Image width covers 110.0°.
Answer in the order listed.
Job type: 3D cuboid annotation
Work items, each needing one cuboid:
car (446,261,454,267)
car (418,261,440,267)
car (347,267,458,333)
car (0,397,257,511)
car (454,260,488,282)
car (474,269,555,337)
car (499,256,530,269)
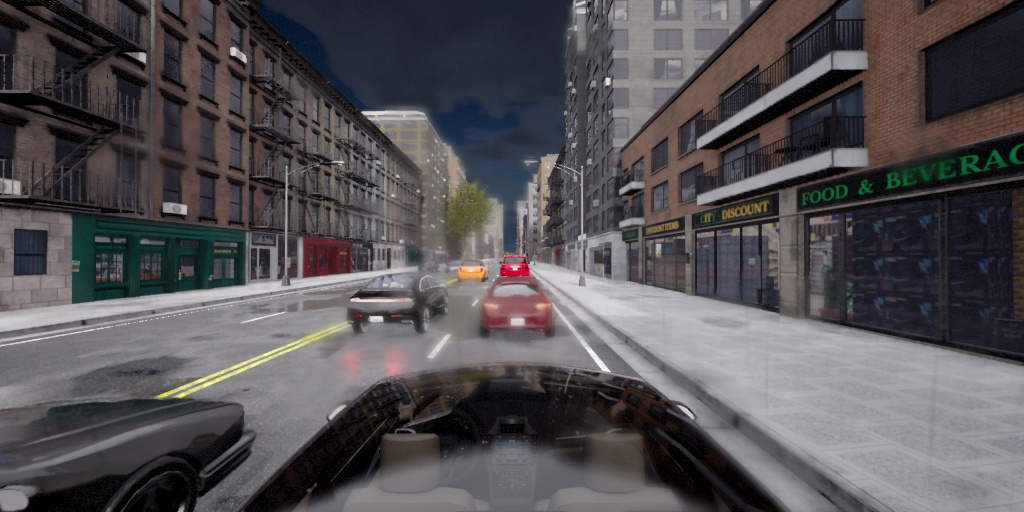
[{"bbox_3d":[-6.438,1.271,41.270,2.128,1.511,4.902,0,0,0],"label":"car"},{"bbox_3d":[-9.684,1.287,42.068,1.837,1.490,4.892,0,0,0],"label":"car"},{"bbox_3d":[-3.110,1.244,10.662,2.128,1.511,4.902,0,0,0],"label":"car"},{"bbox_3d":[-3.158,1.297,0.604,2.033,1.411,5.357,0,0,1],"label":"car"},{"bbox_3d":[-3.041,1.116,28.950,2.097,1.767,4.553,0,0,0],"label":"car"},{"bbox_3d":[0.132,1.278,10.159,1.812,1.442,4.674,0,0,0],"label":"car"},{"bbox_3d":[0.206,0.984,27.257,2.150,2.045,5.566,0,0,0],"label":"car"}]
